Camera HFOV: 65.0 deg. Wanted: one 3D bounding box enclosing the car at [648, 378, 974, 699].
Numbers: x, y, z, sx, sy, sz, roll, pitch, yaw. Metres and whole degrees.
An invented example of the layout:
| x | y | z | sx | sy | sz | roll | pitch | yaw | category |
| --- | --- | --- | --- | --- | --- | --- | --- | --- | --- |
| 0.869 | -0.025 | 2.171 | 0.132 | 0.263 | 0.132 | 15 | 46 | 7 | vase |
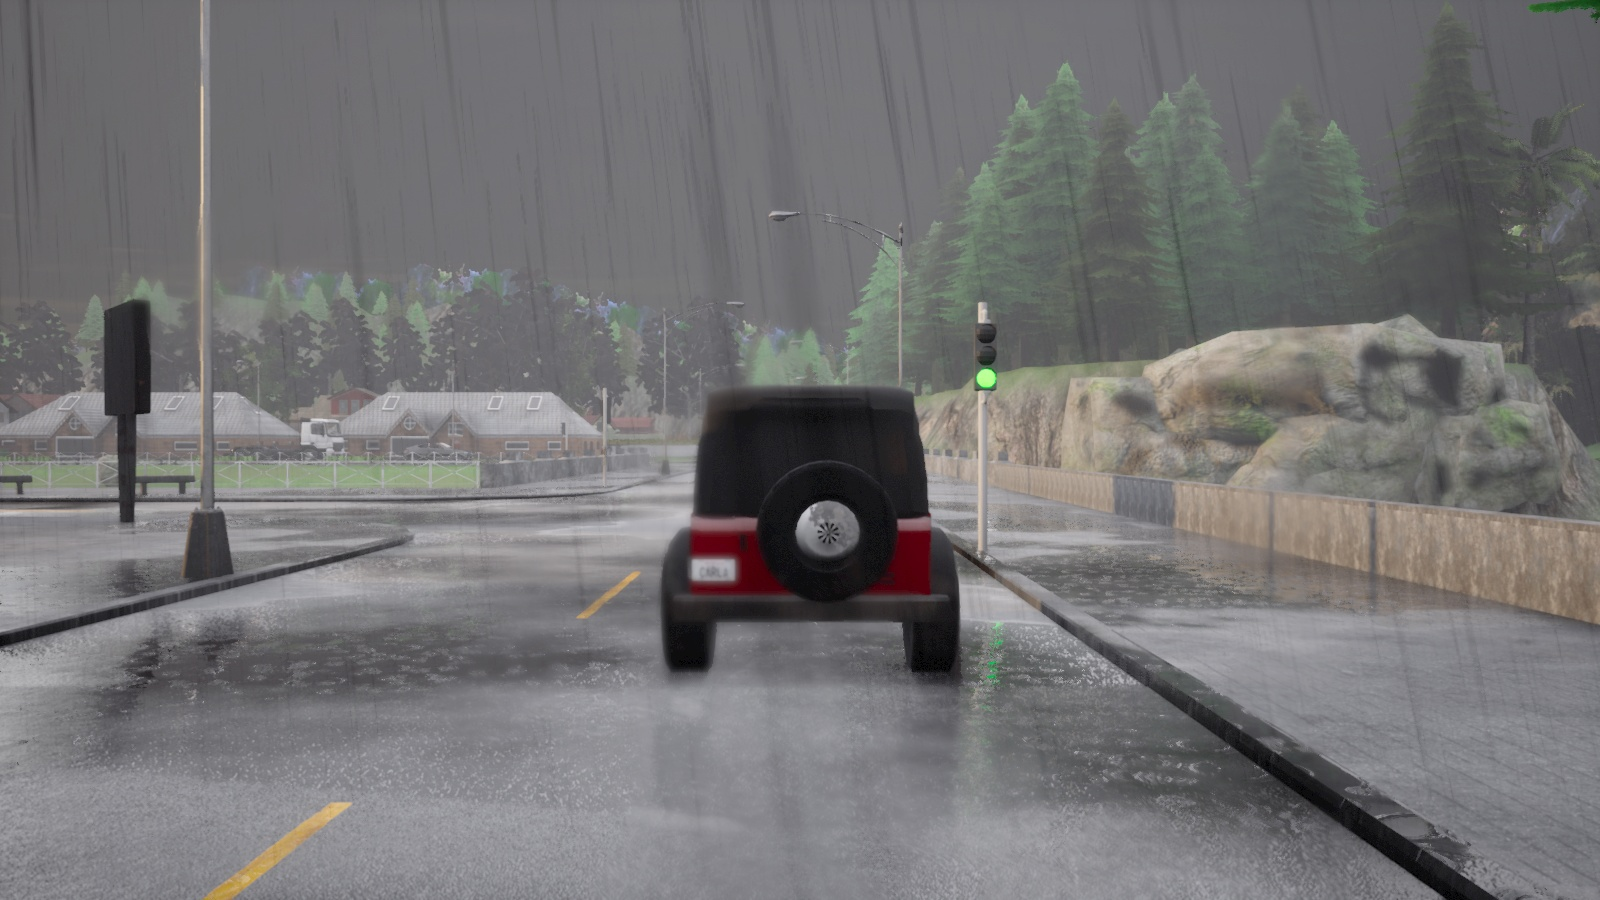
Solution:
| x | y | z | sx | sy | sz | roll | pitch | yaw | category |
| --- | --- | --- | --- | --- | --- | --- | --- | --- | --- |
| 0.068 | 0.500 | 9.281 | 1.905 | 1.878 | 3.866 | 0 | 1 | 0 | car |

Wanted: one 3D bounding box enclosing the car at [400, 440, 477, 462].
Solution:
| x | y | z | sx | sy | sz | roll | pitch | yaw | category |
| --- | --- | --- | --- | --- | --- | --- | --- | --- | --- |
| -26.496 | 0.065 | 92.062 | 5.027 | 1.651 | 2.152 | 0 | 0 | 0 | car |
